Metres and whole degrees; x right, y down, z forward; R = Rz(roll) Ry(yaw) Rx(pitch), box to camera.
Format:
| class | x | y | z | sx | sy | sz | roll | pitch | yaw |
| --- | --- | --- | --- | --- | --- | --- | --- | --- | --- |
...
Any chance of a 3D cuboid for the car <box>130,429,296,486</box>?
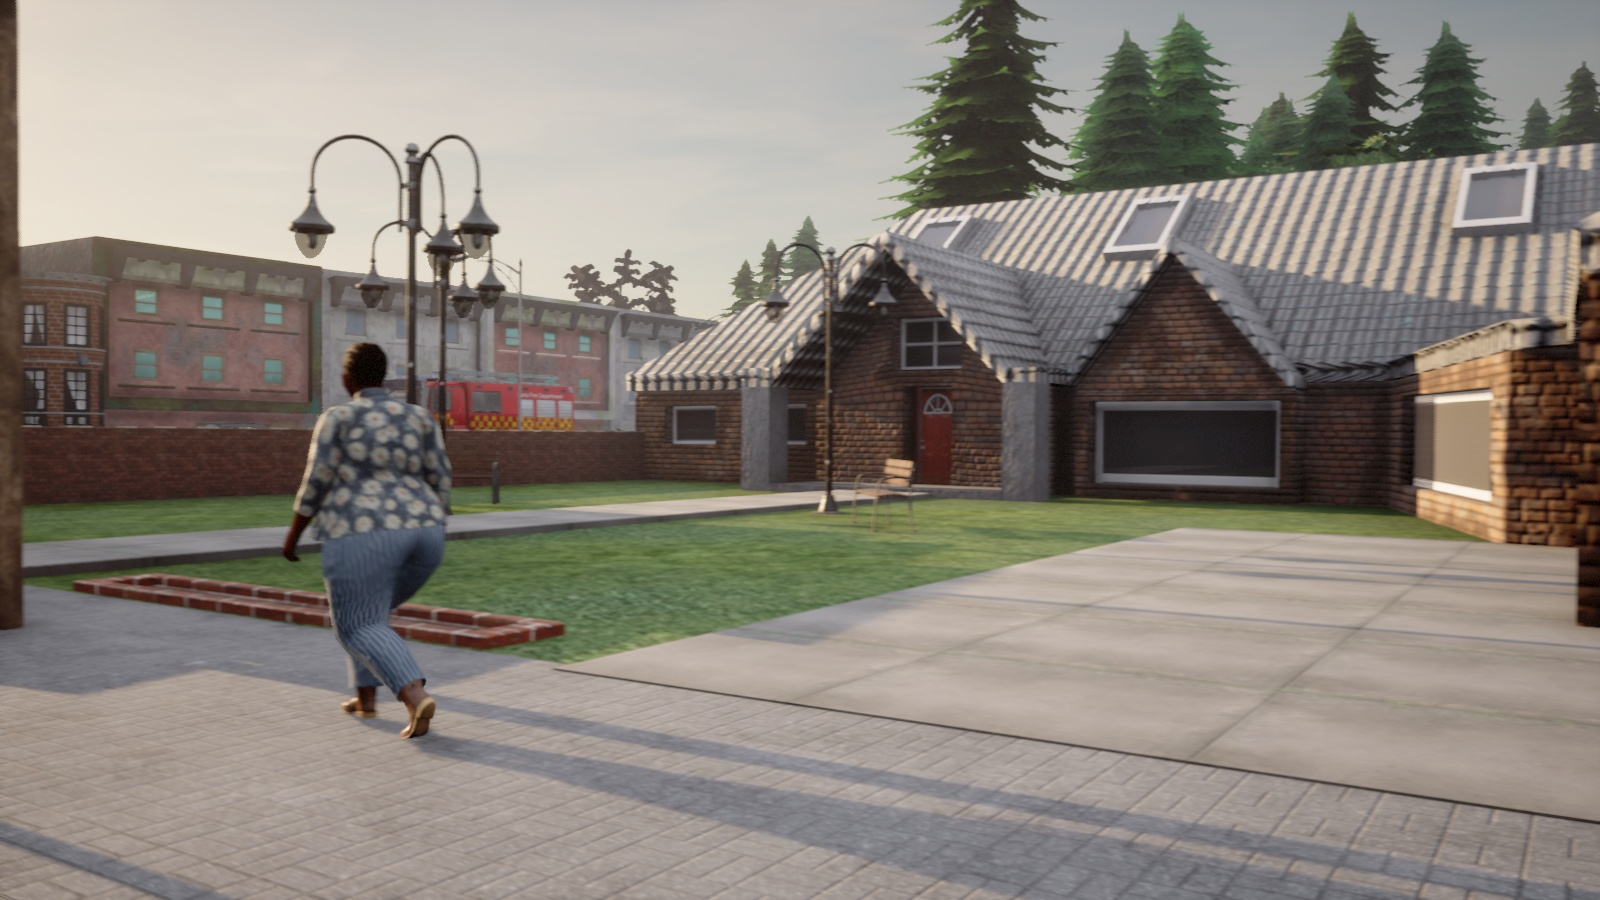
| class | x | y | z | sx | sy | sz | roll | pitch | yaw |
| --- | --- | --- | --- | --- | --- | --- | --- | --- | --- |
| car | -19.381 | 0.194 | 41.662 | 2.097 | 1.767 | 4.553 | 0 | 1 | 33 |

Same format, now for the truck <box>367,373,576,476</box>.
| class | x | y | z | sx | sy | sz | roll | pitch | yaw |
| --- | --- | --- | --- | --- | --- | --- | --- | --- | --- |
| truck | -13.174 | -1.019 | 51.280 | 2.891 | 3.827 | 8.468 | 0 | 1 | 33 |

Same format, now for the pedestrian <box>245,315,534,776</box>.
| class | x | y | z | sx | sy | sz | roll | pitch | yaw |
| --- | --- | --- | --- | --- | --- | --- | --- | --- | --- |
| pedestrian | -1.847 | 0.380 | 5.676 | 0.900 | 1.855 | 0.874 | 0 | 1 | 40 |
